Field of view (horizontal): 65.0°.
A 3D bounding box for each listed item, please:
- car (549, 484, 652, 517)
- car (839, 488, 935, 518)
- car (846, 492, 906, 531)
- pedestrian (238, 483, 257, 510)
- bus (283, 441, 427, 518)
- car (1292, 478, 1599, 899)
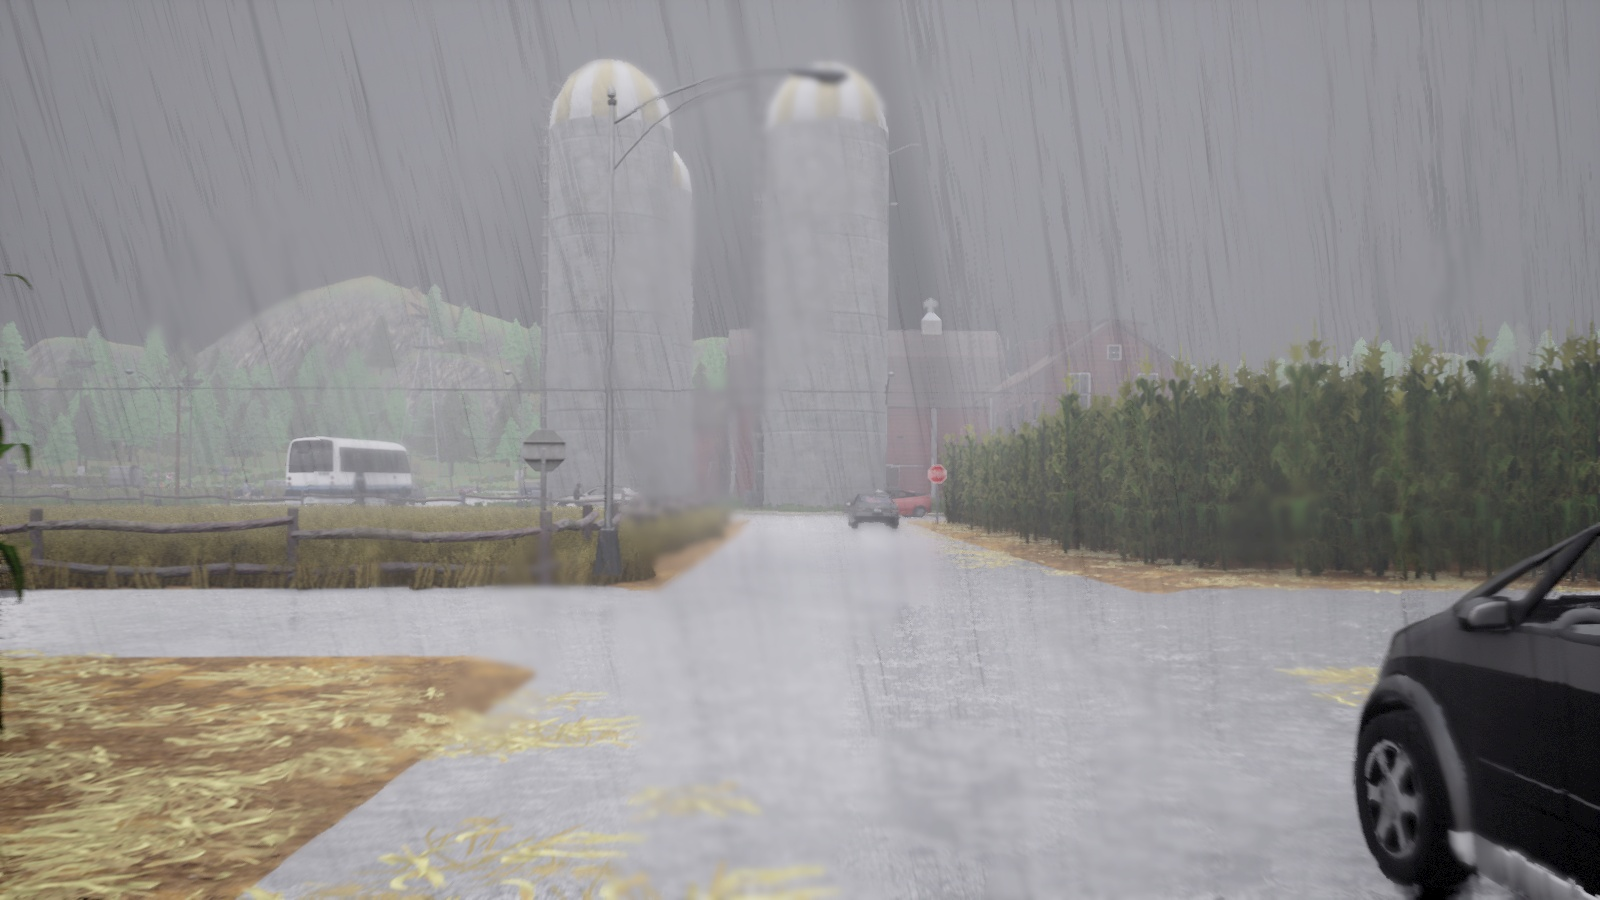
[{"bbox_3d":[-10.404,2.628,65.659,5.027,1.651,2.152,0,-2,1],"label":"car"},{"bbox_3d":[4.460,2.707,64.581,4.514,1.525,2.007,0,-2,-17],"label":"car"},{"bbox_3d":[2.982,2.419,50.161,2.033,1.411,5.357,0,-2,0],"label":"car"},{"bbox_3d":[-37.983,3.182,86.312,0.874,1.855,0.900,0,-2,-2],"label":"pedestrian"},{"bbox_3d":[-26.450,1.805,75.449,3.944,4.253,10.273,-1,-2,8],"label":"bus"},{"bbox_3d":[3.091,0.858,3.720,1.789,1.549,3.705,0,-1,0],"label":"car"}]
